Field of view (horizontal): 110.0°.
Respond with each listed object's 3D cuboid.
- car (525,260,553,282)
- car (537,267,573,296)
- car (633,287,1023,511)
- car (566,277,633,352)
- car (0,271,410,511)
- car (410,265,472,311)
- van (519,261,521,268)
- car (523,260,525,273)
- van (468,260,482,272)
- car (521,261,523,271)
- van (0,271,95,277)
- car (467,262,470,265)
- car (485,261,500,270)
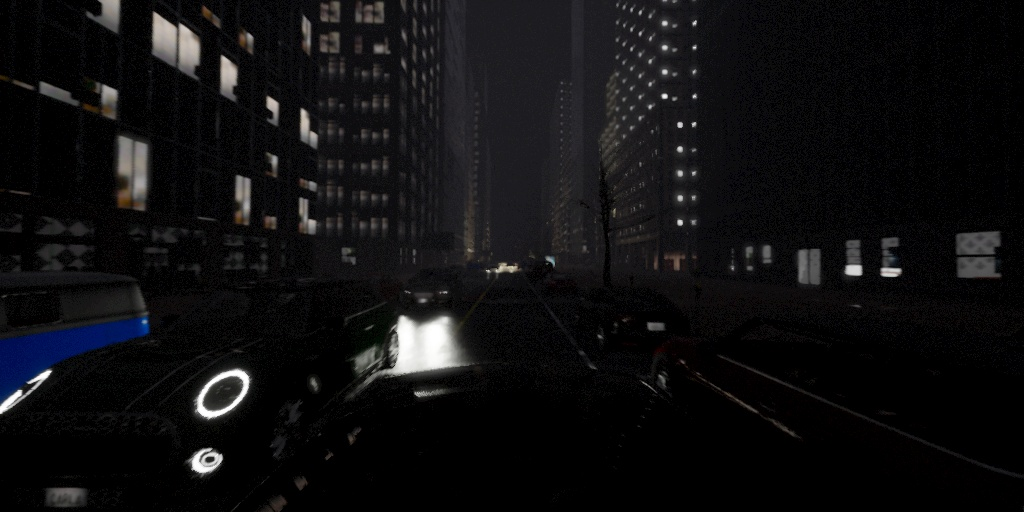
[{"bbox_3d":[2.586,1.332,31.658,2.192,1.841,5.009,0,0,0],"label":"car"},{"bbox_3d":[2.626,1.506,20.280,1.802,1.307,4.207,0,0,0],"label":"car"},{"bbox_3d":[2.808,1.225,3.216,1.967,1.591,4.097,0,0,0],"label":"car"},{"bbox_3d":[2.732,1.397,8.904,1.948,1.339,4.313,0,0,0],"label":"car"},{"bbox_3d":[-3.101,1.103,4.738,2.097,1.767,4.553,0,0,0],"label":"car"},{"bbox_3d":[-3.129,1.327,15.109,2.128,1.511,4.902,0,0,0],"label":"car"},{"bbox_3d":[2.487,1.593,60.101,1.690,1.789,3.998,0,0,0],"label":"van"},{"bbox_3d":[2.566,1.379,37.346,2.192,1.841,5.009,0,0,0],"label":"car"},{"bbox_3d":[-5.874,1.479,54.404,1.690,1.789,3.998,0,0,0],"label":"van"},{"bbox_3d":[2.526,1.683,48.893,1.751,1.417,4.829,0,0,0],"label":"car"},{"bbox_3d":[-5.816,1.057,3.206,1.690,1.789,3.998,0,0,0],"label":"van"},{"bbox_3d":[-5.814,1.563,37.337,1.948,1.339,4.313,0,0,0],"label":"car"},{"bbox_3d":[-3.233,1.751,62.767,1.812,1.442,4.674,0,0,0],"label":"car"}]
